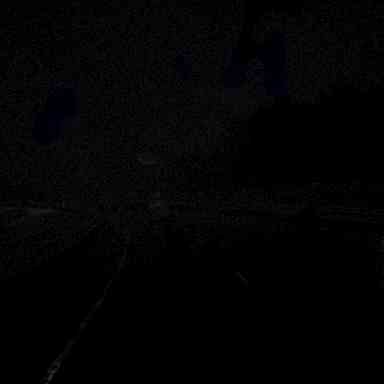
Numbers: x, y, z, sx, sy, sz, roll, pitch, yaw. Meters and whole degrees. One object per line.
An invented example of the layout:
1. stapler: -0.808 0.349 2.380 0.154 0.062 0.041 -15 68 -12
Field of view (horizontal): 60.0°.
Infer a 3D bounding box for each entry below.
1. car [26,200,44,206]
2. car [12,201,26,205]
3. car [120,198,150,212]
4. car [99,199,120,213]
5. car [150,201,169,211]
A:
1. car: -39.710 2.797 85.162 4.674 1.442 1.812 -1 -1 37
2. car: -43.381 2.883 83.461 4.718 1.301 1.895 -1 -1 34
3. car: -8.343 2.089 48.385 2.128 1.511 4.902 0 -1 -29
4. car: -11.950 2.169 47.707 2.033 1.411 5.357 0 -1 -29
5. car: -5.009 2.104 49.544 1.812 1.442 4.674 0 -1 -29
